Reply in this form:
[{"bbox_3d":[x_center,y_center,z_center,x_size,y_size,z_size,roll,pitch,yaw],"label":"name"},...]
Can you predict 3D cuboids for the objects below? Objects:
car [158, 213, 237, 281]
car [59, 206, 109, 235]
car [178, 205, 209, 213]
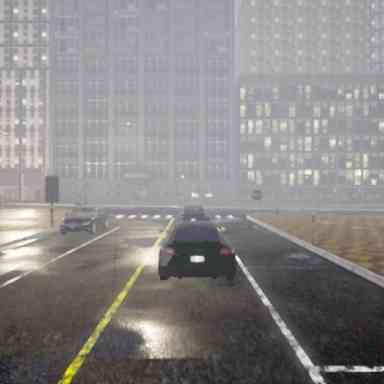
[{"bbox_3d":[0.107,1.527,9.788,1.994,1.385,4.181,0,0,-1],"label":"car"},{"bbox_3d":[-5.810,1.483,18.329,2.008,1.369,4.403,1,0,0],"label":"car"},{"bbox_3d":[0.093,1.488,20.527,1.994,1.385,4.181,0,0,1],"label":"car"}]
